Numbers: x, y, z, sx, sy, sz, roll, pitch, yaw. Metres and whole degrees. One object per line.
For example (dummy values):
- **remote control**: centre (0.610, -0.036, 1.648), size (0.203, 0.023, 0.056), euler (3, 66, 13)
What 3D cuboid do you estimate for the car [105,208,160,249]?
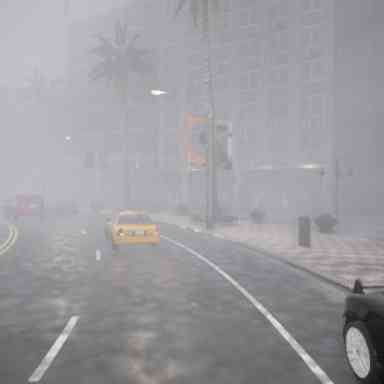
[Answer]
- **car**: centre (-2.768, 1.494, 14.738), size (1.801, 1.575, 5.366), euler (0, 0, -19)

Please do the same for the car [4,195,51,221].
- **car**: centre (-13.743, 1.225, 27.268), size (2.150, 2.045, 5.566), euler (1, 0, -39)

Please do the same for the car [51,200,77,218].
- **car**: centre (-12.259, 1.518, 30.796), size (2.128, 1.511, 4.902), euler (1, 0, -41)

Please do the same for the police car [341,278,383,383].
- **police car**: centre (2.961, 1.458, 2.548), size (1.930, 1.638, 5.238), euler (0, 0, -2)
